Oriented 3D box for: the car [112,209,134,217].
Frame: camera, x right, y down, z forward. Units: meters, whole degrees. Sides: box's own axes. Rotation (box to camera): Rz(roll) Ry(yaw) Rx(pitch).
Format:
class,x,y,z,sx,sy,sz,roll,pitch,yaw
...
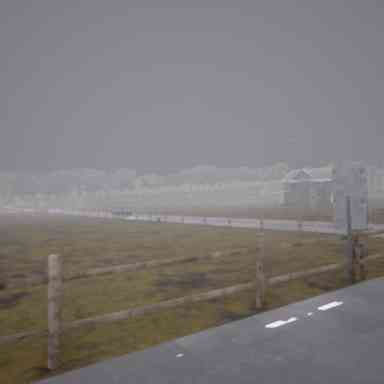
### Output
class,x,y,z,sx,sy,sz,roll,pitch,yaw
car,-11.472,3.428,55.048,1.895,1.301,4.718,-3,0,-36
